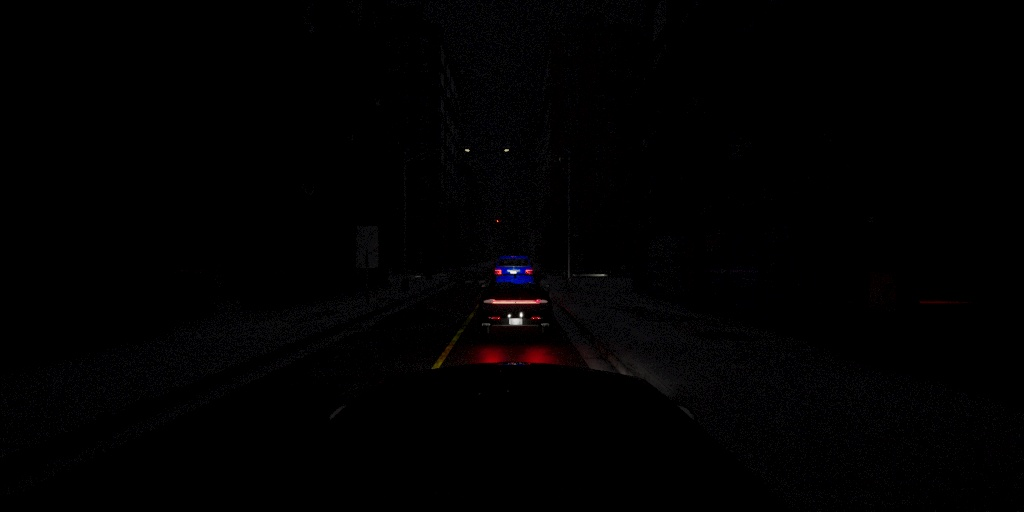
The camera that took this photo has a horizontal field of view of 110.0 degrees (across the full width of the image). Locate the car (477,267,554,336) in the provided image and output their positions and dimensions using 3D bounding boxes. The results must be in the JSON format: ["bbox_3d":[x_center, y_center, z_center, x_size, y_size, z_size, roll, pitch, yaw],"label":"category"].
[{"bbox_3d":[0.098,1.241,10.381,2.128,1.511,4.902,0,0,0],"label":"car"}]

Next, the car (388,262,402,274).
[{"bbox_3d":[-14.660,1.288,40.352,4.313,1.339,1.948,0,0,0],"label":"car"}]

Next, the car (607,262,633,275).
[{"bbox_3d":[12.157,1.316,37.714,4.181,1.385,1.994,0,0,0],"label":"car"}]

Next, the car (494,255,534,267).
[{"bbox_3d":[0.102,0.971,20.693,2.150,2.045,5.566,0,0,1],"label":"car"}]
